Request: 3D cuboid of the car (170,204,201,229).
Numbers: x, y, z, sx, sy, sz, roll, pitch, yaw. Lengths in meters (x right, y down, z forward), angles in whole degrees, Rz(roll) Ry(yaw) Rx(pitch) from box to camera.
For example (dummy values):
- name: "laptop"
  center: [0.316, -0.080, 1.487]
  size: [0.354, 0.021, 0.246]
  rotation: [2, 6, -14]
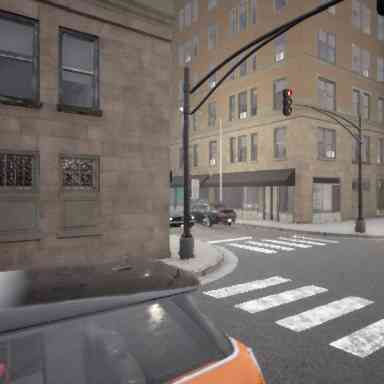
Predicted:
- name: "car"
  center: [-1.779, 1.502, 19.818]
  size: [1.895, 1.301, 4.718]
  rotation: [0, 0, -36]

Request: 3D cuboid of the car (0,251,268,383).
- name: "car"
  center: [-1.655, 1.351, 1.769]
  size: [4.553, 1.767, 2.097]
  rotation: [0, 0, -36]

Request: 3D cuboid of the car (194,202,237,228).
- name: "car"
  center: [0.769, 1.405, 21.545]
  size: [1.837, 1.490, 4.892]
  rotation: [0, 1, -37]
